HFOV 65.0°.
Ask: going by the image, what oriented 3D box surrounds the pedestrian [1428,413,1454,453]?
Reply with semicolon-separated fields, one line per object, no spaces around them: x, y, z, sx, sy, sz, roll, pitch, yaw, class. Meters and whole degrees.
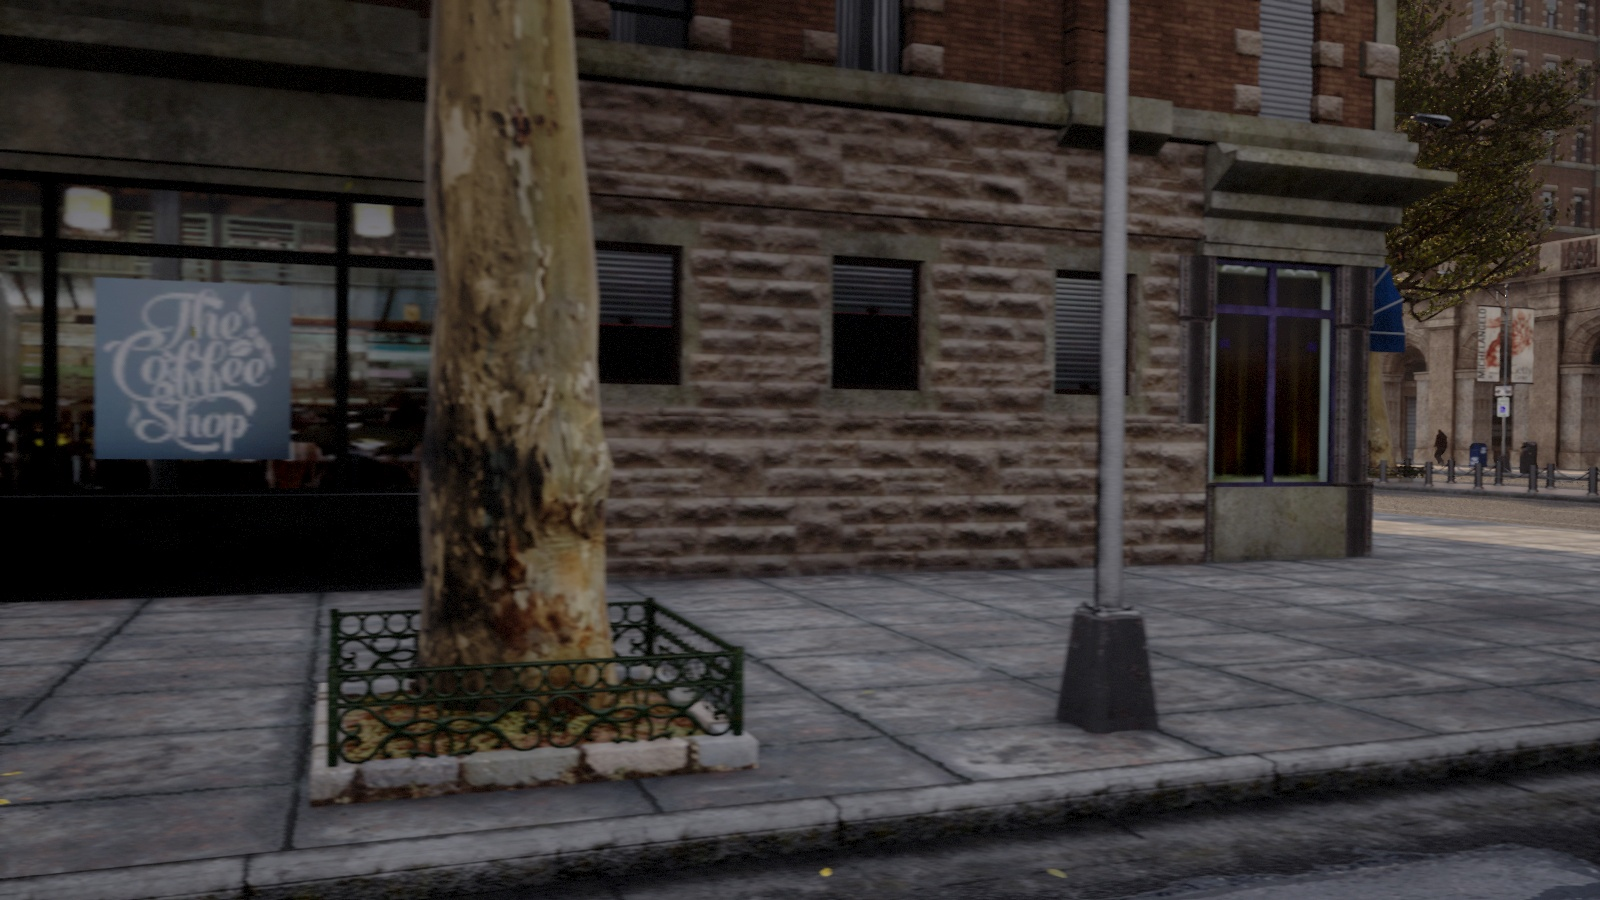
29.566;-0.795;57.919;0.634;1.844;0.899;-1;1;-20;pedestrian
